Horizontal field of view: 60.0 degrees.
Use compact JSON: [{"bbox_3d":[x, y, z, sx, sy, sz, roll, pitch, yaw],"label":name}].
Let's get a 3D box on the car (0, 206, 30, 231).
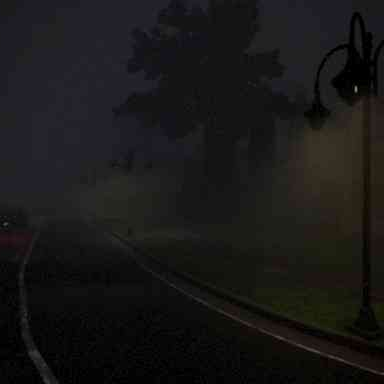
[{"bbox_3d":[-11.791,1.678,21.681,2.128,1.511,4.902,1,-1,-23],"label":"car"}]
